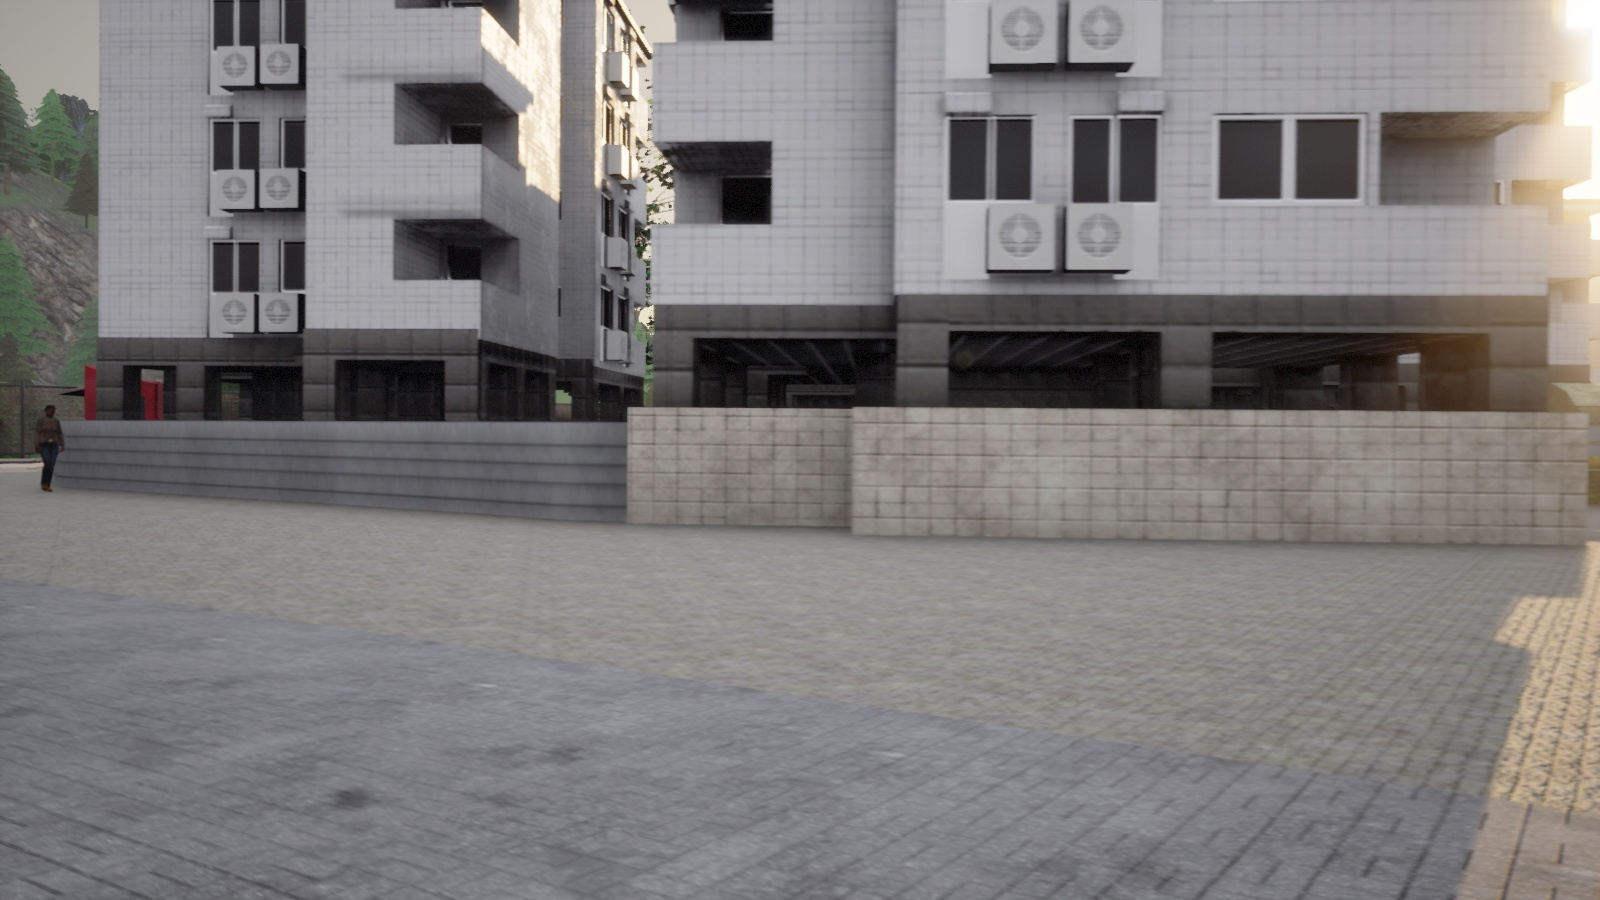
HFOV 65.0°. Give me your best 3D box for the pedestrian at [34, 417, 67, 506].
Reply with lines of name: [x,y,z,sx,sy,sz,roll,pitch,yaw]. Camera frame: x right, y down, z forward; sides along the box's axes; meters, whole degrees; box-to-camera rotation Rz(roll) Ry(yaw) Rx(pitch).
pedestrian: [-15.517,0.227,25.986,0.869,1.805,0.328,0,1,42]
